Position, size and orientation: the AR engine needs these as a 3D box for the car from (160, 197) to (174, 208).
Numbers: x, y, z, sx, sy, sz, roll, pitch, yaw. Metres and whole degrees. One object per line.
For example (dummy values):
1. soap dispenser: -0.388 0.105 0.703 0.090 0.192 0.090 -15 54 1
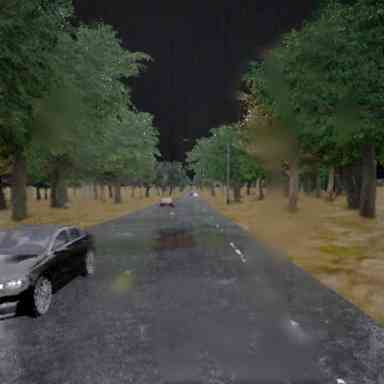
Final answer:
1. car: -3.601 1.482 48.590 1.882 1.535 5.008 0 0 0

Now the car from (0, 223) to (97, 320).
1. car: -3.604 1.505 7.553 2.128 1.511 4.902 0 0 0
